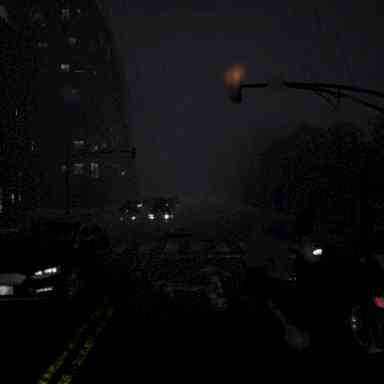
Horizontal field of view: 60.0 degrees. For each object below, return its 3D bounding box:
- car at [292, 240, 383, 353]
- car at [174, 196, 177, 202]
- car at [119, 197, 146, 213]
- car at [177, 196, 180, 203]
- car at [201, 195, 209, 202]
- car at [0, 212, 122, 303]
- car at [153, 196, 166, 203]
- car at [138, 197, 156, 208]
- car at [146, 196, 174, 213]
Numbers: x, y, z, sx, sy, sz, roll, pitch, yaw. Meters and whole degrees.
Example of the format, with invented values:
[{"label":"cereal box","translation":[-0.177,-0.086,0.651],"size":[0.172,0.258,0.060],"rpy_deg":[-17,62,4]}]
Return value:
[{"label":"car","translation":[3.334,1.564,6.151],"size":[1.994,1.385,4.181],"rpy_deg":[0,0,0]},{"label":"car","translation":[-3.473,1.535,46.669],"size":[1.812,1.442,4.674],"rpy_deg":[0,0,0]},{"label":"car","translation":[-6.705,1.552,37.116],"size":[2.033,1.411,5.357],"rpy_deg":[0,0,0]},{"label":"car","translation":[-3.464,1.530,67.108],"size":[1.837,1.490,4.892],"rpy_deg":[0,-1,0]},{"label":"car","translation":[3.030,1.510,78.528],"size":[1.882,1.535,5.008],"rpy_deg":[0,0,0]},{"label":"car","translation":[-3.375,1.491,8.389],"size":[2.128,1.511,4.902],"rpy_deg":[0,0,0]},{"label":"car","translation":[-6.696,1.517,68.739],"size":[2.128,1.511,4.902],"rpy_deg":[0,0,0]},{"label":"car","translation":[-6.736,1.504,50.345],"size":[2.128,1.511,4.902],"rpy_deg":[0,0,0]},{"label":"car","translation":[-3.452,1.356,36.952],"size":[2.097,1.767,4.553],"rpy_deg":[0,0,0]}]
